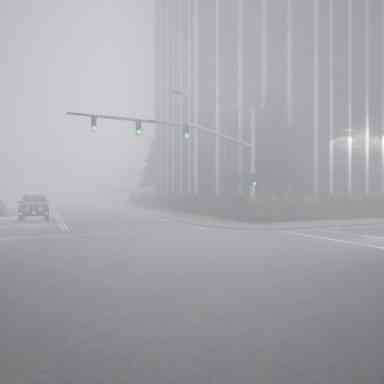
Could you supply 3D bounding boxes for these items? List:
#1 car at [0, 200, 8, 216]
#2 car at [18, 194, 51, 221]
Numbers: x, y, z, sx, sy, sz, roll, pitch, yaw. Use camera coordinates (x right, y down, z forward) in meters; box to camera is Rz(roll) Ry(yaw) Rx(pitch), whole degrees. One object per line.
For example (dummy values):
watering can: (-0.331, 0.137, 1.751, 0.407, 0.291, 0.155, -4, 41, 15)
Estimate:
car: (-18.686, 1.497, 31.546, 1.837, 1.490, 4.892, 0, 0, -24)
car: (-13.105, 1.215, 27.728, 2.150, 2.045, 5.566, 0, 0, -24)
